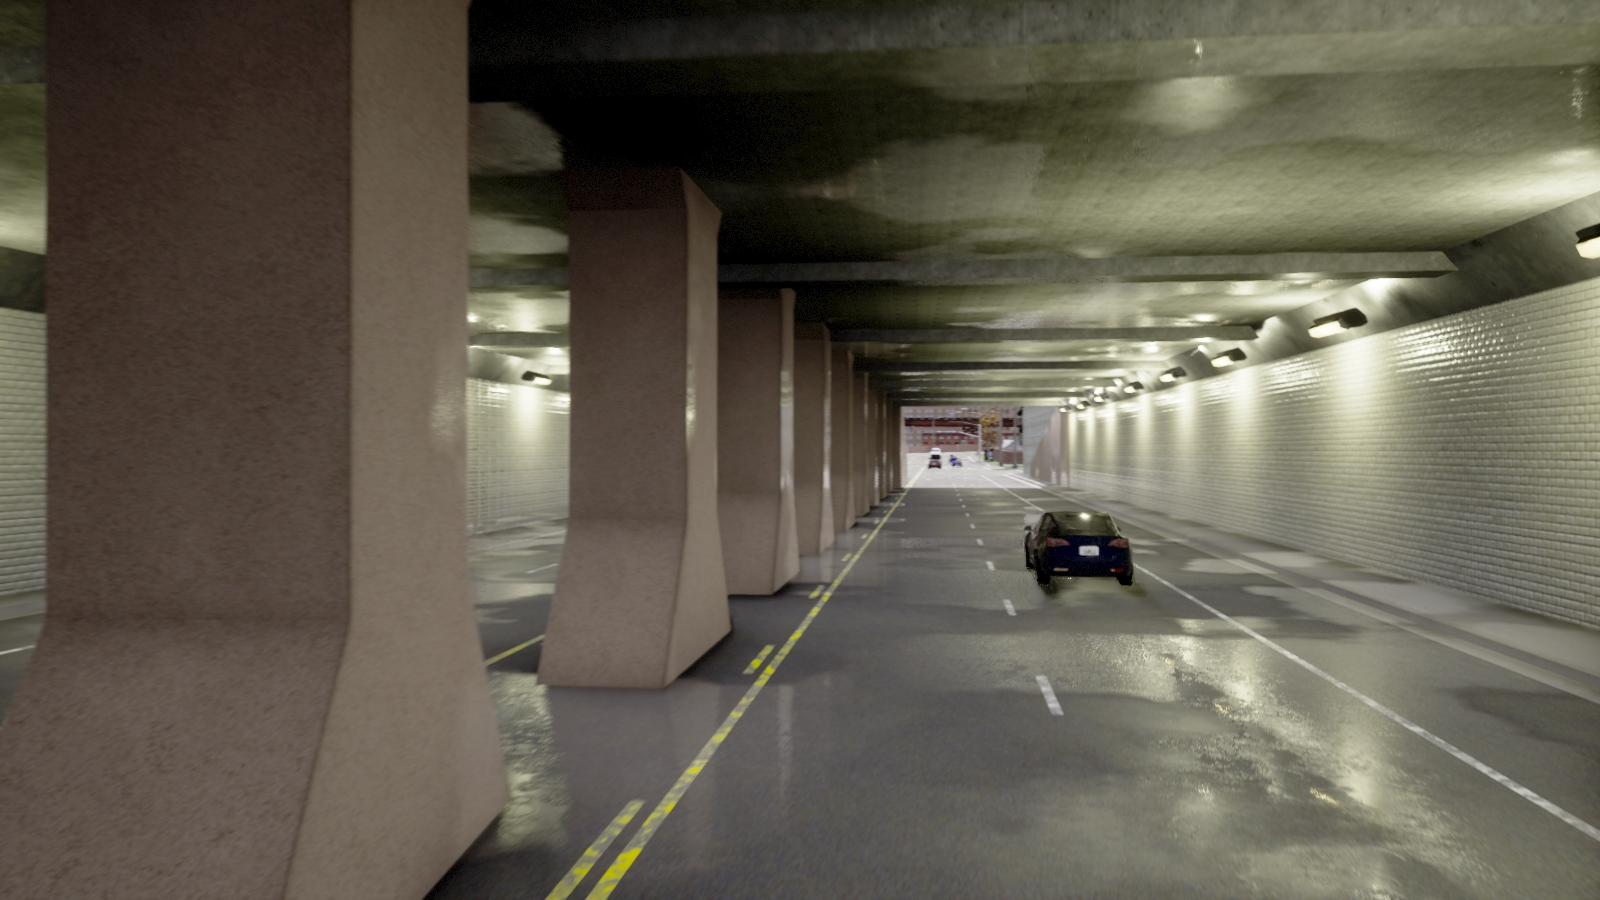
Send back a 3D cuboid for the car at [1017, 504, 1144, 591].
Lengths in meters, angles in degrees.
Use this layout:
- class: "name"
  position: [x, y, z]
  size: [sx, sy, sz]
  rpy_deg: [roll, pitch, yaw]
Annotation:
- class: "car"
  position: [6.051, 2.067, 25.224]
  size: [2.163, 1.488, 4.792]
  rpy_deg: [0, 0, 7]
